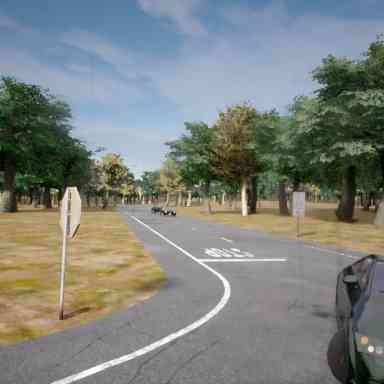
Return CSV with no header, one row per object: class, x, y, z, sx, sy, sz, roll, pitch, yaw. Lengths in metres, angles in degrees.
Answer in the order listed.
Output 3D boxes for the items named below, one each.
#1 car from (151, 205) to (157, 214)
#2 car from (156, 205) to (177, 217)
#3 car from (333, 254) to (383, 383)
car,-5.831,2.962,56.908,1.882,1.535,5.008,3,-2,-14
car,-3.553,2.851,48.067,1.895,1.301,4.718,3,-2,-14
car,3.144,1.644,4.681,1.994,1.385,4.181,1,-1,22
